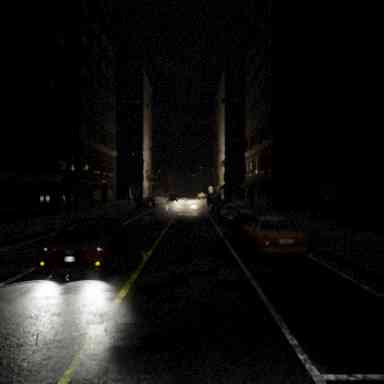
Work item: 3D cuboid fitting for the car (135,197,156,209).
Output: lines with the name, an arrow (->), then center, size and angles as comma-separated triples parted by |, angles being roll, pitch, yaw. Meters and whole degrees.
car -> -5.686, 1.332, 39.400 | 1.802, 1.307, 4.206 | 0, 0, 0

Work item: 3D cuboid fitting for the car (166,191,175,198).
car -> -6.066, 0.709, 94.982 | 2.192, 1.841, 5.009 | 0, 0, -1

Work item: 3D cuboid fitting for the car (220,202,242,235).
car -> 2.848, 1.437, 17.622 | 2.008, 1.369, 4.403 | 0, 0, 0

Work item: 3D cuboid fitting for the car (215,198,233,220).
car -> 2.845, 1.376, 23.241 | 1.752, 1.417, 4.829 | 0, 0, 0

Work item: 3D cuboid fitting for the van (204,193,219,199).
van -> 2.836, 1.057, 44.863 | 1.690, 1.788, 3.998 | 0, 0, 0

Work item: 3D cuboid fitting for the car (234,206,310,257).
car -> 2.850, 1.445, 12.344 | 1.752, 1.417, 4.829 | 0, 0, 0

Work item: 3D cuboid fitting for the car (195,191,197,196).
car -> 2.537, 0.871, 89.577 | 1.967, 1.590, 4.097 | 0, 0, -1

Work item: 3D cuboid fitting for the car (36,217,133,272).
car -> -3.104, 1.496, 10.428 | 1.994, 1.385, 4.181 | 0, 0, 0

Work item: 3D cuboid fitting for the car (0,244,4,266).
car -> -5.672, 1.482, 6.525 | 1.752, 1.417, 4.829 | 0, 0, 0

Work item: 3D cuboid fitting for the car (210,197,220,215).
car -> 2.843, 1.383, 28.519 | 1.947, 1.339, 4.313 | 0, 0, 0

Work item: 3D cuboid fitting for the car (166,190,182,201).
car -> -3.022, 0.887, 52.486 | 1.837, 1.490, 4.892 | 0, 0, 0

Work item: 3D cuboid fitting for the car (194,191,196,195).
car -> 2.459, 0.944, 95.103 | 2.008, 1.369, 4.403 | 0, 0, -1

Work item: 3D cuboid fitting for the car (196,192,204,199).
car -> 2.613, 0.991, 84.223 | 1.752, 1.417, 4.829 | 0, 0, -1

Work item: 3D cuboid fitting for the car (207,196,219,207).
car -> 2.841, 1.350, 33.967 | 1.947, 1.339, 4.313 | 0, 0, 0
